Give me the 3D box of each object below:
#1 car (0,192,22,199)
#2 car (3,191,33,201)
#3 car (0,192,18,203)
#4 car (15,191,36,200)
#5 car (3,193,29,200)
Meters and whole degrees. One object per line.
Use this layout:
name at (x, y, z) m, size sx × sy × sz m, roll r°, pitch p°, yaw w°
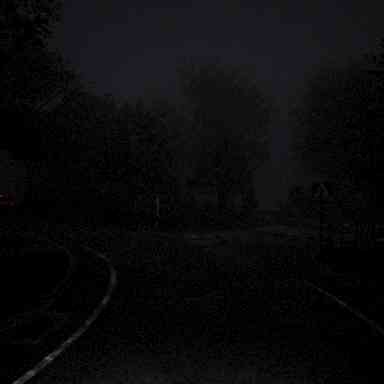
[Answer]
car at (-45.939, 0.944, 83.795) m, size 5.008 × 1.535 × 2.097 m, roll 3°, pitch -1°, yaw -38°
car at (-39.132, 0.806, 74.936) m, size 5.566 × 2.045 × 2.435 m, roll 3°, pitch -1°, yaw -38°
car at (-32.346, 1.141, 58.137) m, size 1.895 × 1.301 × 4.718 m, roll 3°, pitch -1°, yaw -37°
car at (-35.639, 0.976, 70.332) m, size 4.553 × 1.767 × 2.185 m, roll 3°, pitch 0°, yaw -38°
car at (-40.761, 1.033, 77.092) m, size 4.892 × 1.521 × 2.231 m, roll 3°, pitch -1°, yaw -38°
